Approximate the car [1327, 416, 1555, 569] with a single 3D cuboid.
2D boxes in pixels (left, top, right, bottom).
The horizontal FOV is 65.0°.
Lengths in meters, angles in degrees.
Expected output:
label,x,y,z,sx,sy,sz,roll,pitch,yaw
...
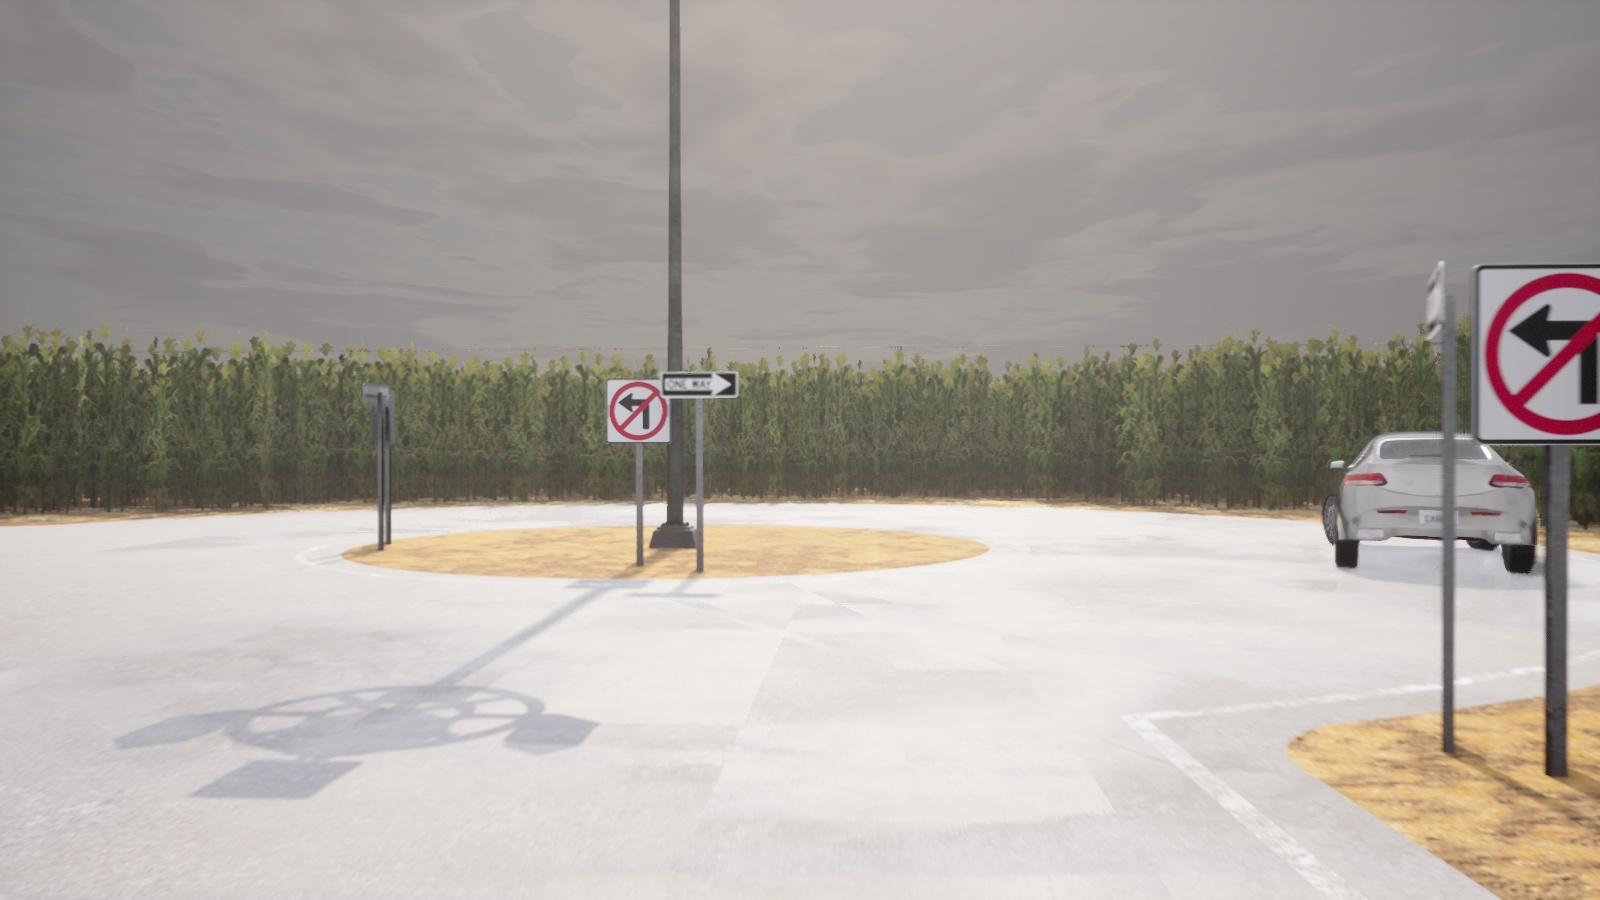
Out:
label,x,y,z,sx,sy,sz,roll,pitch,yaw
car,8.033,0.440,16.216,2.152,1.651,5.027,0,0,22
